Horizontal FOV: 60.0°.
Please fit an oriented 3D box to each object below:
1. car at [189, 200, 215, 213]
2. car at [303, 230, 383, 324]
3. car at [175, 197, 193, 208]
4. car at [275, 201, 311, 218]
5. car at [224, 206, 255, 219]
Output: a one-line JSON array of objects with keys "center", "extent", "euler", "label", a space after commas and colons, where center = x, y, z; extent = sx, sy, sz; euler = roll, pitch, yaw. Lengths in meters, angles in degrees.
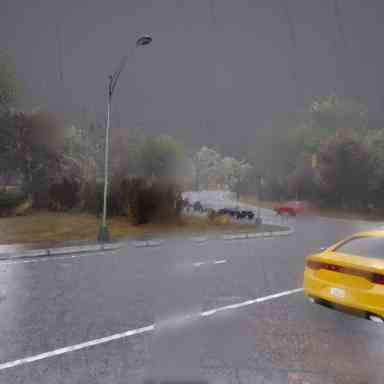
[{"center": [1.515, 1.922, 44.073], "extent": [1.837, 1.490, 4.892], "euler": [2, 1, -18], "label": "car"}, {"center": [4.431, 1.544, 6.915], "extent": [5.008, 1.535, 1.882], "euler": [1, -1, -35], "label": "car"}, {"center": [-1.356, 1.678, 54.140], "extent": [1.994, 1.385, 4.181], "euler": [2, 2, -14], "label": "car"}, {"center": [13.025, 2.162, 43.057], "extent": [2.150, 2.045, 5.566], "euler": [3, 0, -18], "label": "car"}, {"center": [4.706, 2.145, 35.463], "extent": [1.895, 1.301, 4.718], "euler": [3, -1, -22], "label": "car"}]
